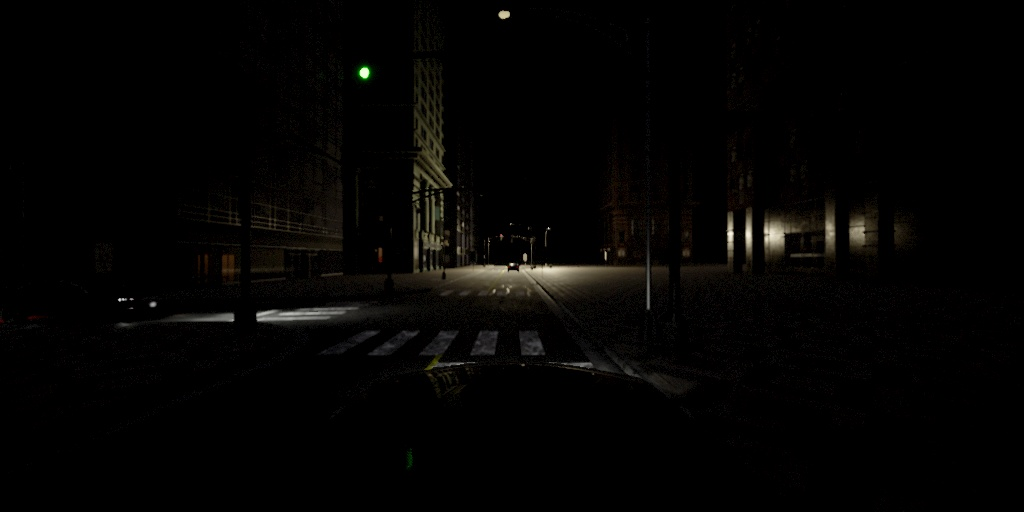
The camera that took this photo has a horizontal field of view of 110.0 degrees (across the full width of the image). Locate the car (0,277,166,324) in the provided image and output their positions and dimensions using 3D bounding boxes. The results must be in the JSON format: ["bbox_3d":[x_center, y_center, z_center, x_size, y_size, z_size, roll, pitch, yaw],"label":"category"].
[{"bbox_3d":[-15.567,1.543,13.046,4.902,1.511,2.128,-1,0,-1],"label":"car"}]

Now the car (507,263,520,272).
[{"bbox_3d":[0.207,1.731,54.646,2.033,1.411,5.357,0,0,0],"label":"car"}]
